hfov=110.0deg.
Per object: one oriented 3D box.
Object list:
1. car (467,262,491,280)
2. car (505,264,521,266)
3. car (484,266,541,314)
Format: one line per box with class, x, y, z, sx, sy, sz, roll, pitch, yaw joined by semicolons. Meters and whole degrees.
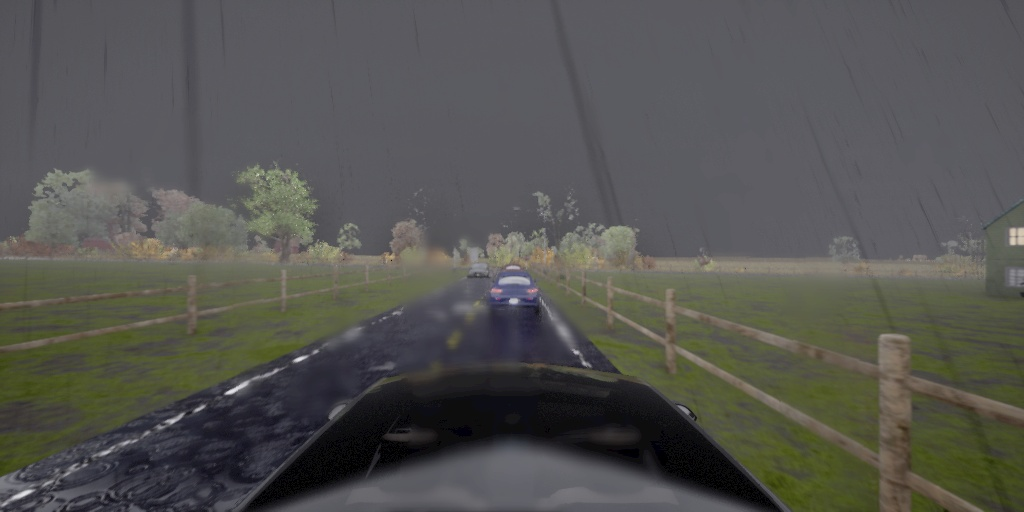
car;-2.857;1.335;32.380;1.837;1.490;4.892;0;0;0
car;0.081;1.345;28.579;1.812;1.442;4.674;0;0;0
car;0.087;1.304;13.918;1.812;1.442;4.674;0;0;0
